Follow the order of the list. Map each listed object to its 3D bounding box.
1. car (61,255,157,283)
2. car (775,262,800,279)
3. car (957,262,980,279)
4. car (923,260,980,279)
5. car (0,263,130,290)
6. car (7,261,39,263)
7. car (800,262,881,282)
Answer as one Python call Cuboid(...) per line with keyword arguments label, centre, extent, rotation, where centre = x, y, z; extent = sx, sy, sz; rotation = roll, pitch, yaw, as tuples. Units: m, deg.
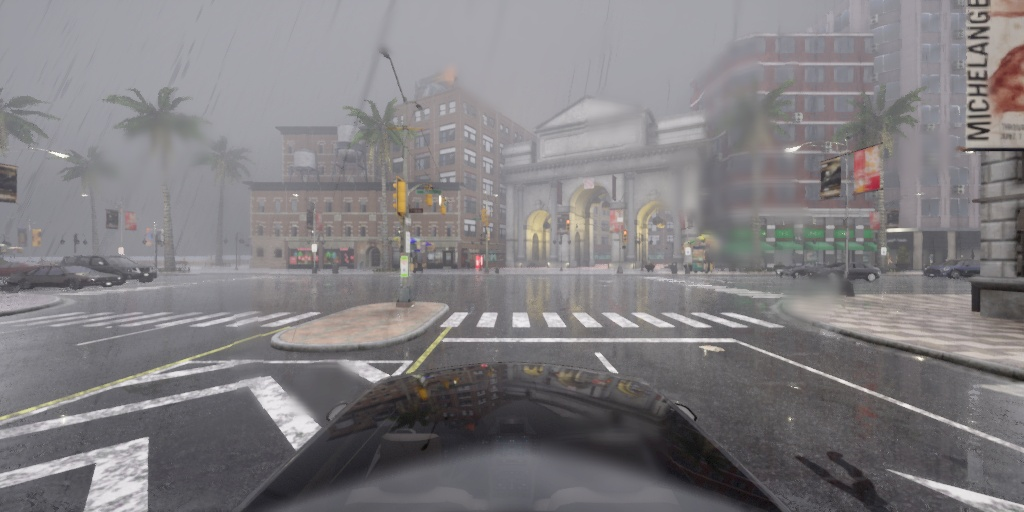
Cuboid(label="car", centre=(-28.563, 0.969, 25.321), extent=(5.566, 2.045, 2.150), rotation=(0, 0, 1))
Cuboid(label="car", centre=(26.299, 1.239, 32.000), extent=(4.902, 1.511, 2.128), rotation=(0, 0, 1))
Cuboid(label="car", centre=(38.924, 1.349, 28.249), extent=(4.718, 1.301, 1.895), rotation=(0, 0, 3))
Cuboid(label="car", centre=(39.468, 1.101, 31.611), extent=(4.553, 1.767, 2.097), rotation=(0, 0, 5))
Cuboid(label="car", centre=(-27.026, 1.296, 21.754), extent=(5.357, 1.411, 2.033), rotation=(0, 0, 2))
Cuboid(label="car", centre=(-44.924, 1.225, 32.666), extent=(5.008, 1.535, 1.882), rotation=(0, 0, 1))
Cuboid(label="car", centre=(26.294, 1.253, 28.504), extent=(4.892, 1.490, 1.837), rotation=(0, 0, 1))
